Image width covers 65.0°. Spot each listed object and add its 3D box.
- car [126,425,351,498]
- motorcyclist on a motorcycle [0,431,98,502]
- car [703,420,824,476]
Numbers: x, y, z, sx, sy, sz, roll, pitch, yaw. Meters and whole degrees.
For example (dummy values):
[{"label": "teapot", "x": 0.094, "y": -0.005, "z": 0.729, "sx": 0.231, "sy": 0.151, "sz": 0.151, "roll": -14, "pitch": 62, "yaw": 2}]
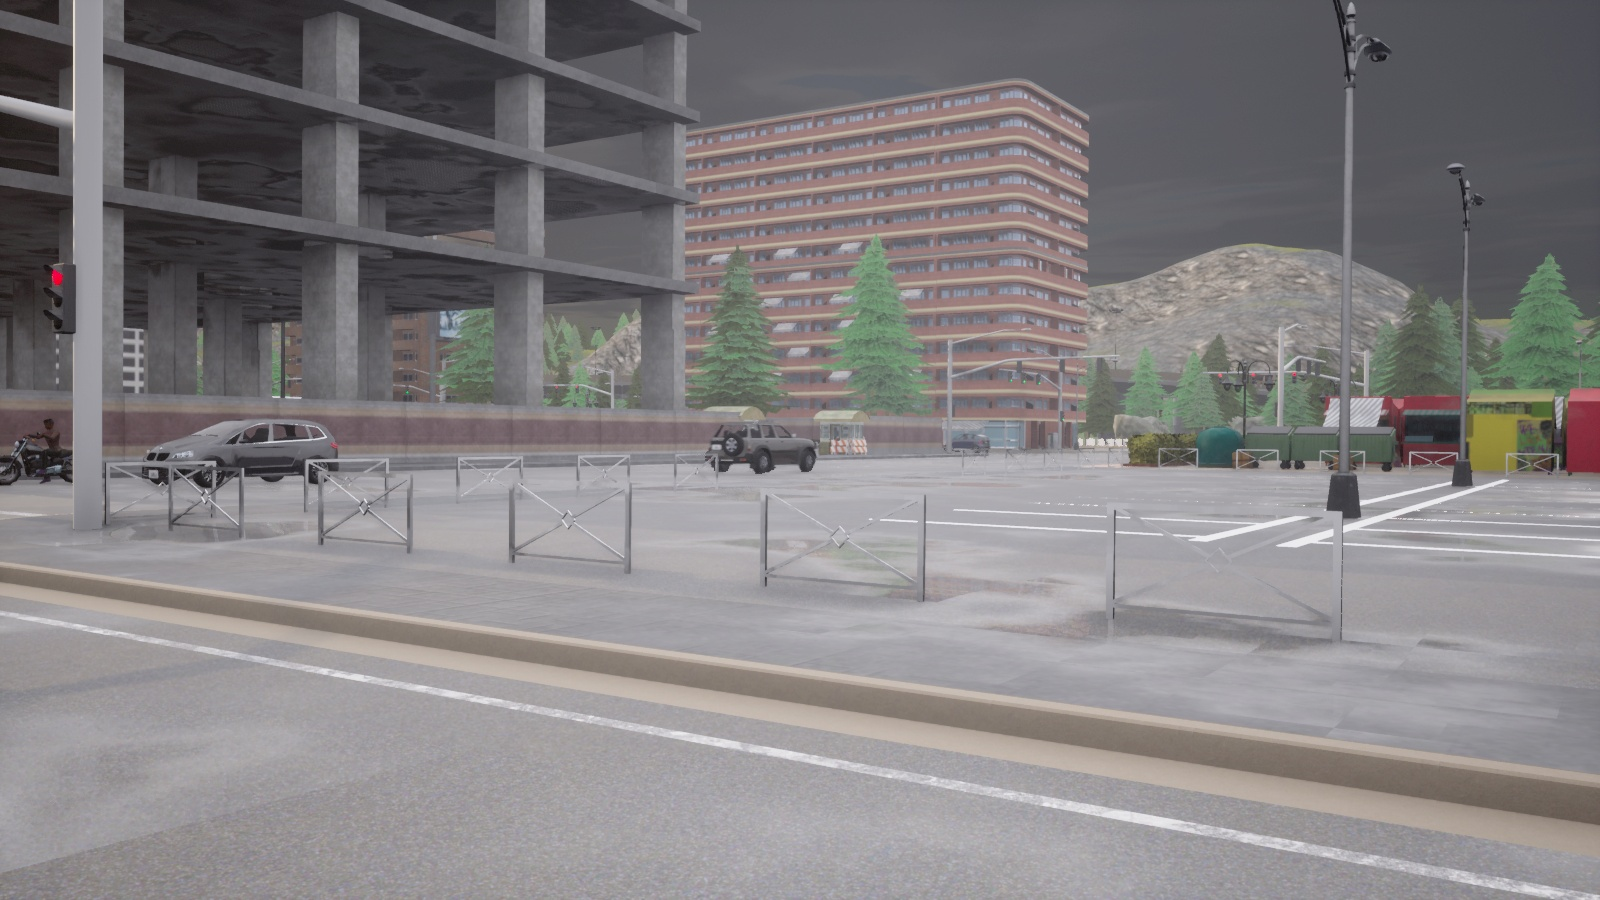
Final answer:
[{"label": "car", "x": -13.865, "y": 0.219, "z": 31.270, "sx": 2.242, "sy": 1.667, "sz": 4.611, "roll": 0, "pitch": 1, "yaw": 33}, {"label": "motorcyclist on a motorcycle", "x": -18.503, "y": 0.376, "z": 30.585, "sx": 0.766, "sy": 1.649, "sz": 2.350, "roll": 0, "pitch": 1, "yaw": 33}, {"label": "car", "x": -1.205, "y": -0.099, "z": 44.133, "sx": 1.932, "sy": 1.855, "sz": 4.605, "roll": 0, "pitch": 1, "yaw": 33}]
